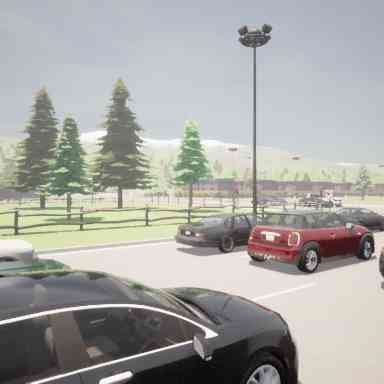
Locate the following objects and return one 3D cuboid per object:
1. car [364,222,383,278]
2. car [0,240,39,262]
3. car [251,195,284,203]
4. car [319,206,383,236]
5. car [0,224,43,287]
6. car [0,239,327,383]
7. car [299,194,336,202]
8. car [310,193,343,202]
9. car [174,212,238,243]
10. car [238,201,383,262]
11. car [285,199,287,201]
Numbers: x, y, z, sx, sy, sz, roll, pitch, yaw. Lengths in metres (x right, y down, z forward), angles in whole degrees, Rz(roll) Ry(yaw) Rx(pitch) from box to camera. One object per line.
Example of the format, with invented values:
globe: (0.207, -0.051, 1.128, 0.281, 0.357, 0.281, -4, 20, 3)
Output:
car: (6.482, 1.526, 8.356, 4.674, 1.442, 1.812, 0, 0, -35)
car: (-4.169, 1.601, 5.072, 4.718, 1.301, 1.895, 0, 0, -35)
car: (12.287, 1.547, 55.723, 2.033, 1.411, 5.357, 0, 0, -35)
car: (9.414, 1.564, 19.030, 4.181, 1.385, 1.994, 0, 0, -35)
car: (-6.268, 1.601, 7.877, 4.718, 1.301, 1.895, 0, 0, -35)
car: (-1.066, 1.505, 2.985, 4.892, 1.490, 1.837, 0, 0, -35)
car: (17.687, 1.505, 48.011, 1.837, 1.490, 4.892, 0, 0, -35)
car: (20.086, 1.221, 50.693, 2.150, 2.045, 5.566, 0, 0, -35)
car: (1.890, 1.547, 13.678, 5.357, 1.411, 2.033, 0, 0, -35)
car: (3.996, 1.352, 10.882, 4.553, 1.767, 2.097, 0, 0, -35)
car: (14.580, 1.352, 58.561, 2.097, 1.767, 4.553, 0, 0, -35)
